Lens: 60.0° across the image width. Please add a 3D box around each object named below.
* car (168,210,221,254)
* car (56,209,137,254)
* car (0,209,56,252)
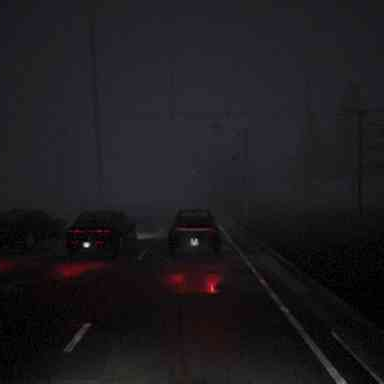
[{"bbox_3d":[0.085,1.442,13.218,2.128,1.511,4.902,0,0,0],"label":"car"},{"bbox_3d":[-3.415,1.455,13.222,1.837,1.490,4.892,0,0,0],"label":"car"},{"bbox_3d":[-6.914,1.426,13.715,1.882,1.535,5.008,0,0,0],"label":"car"}]
